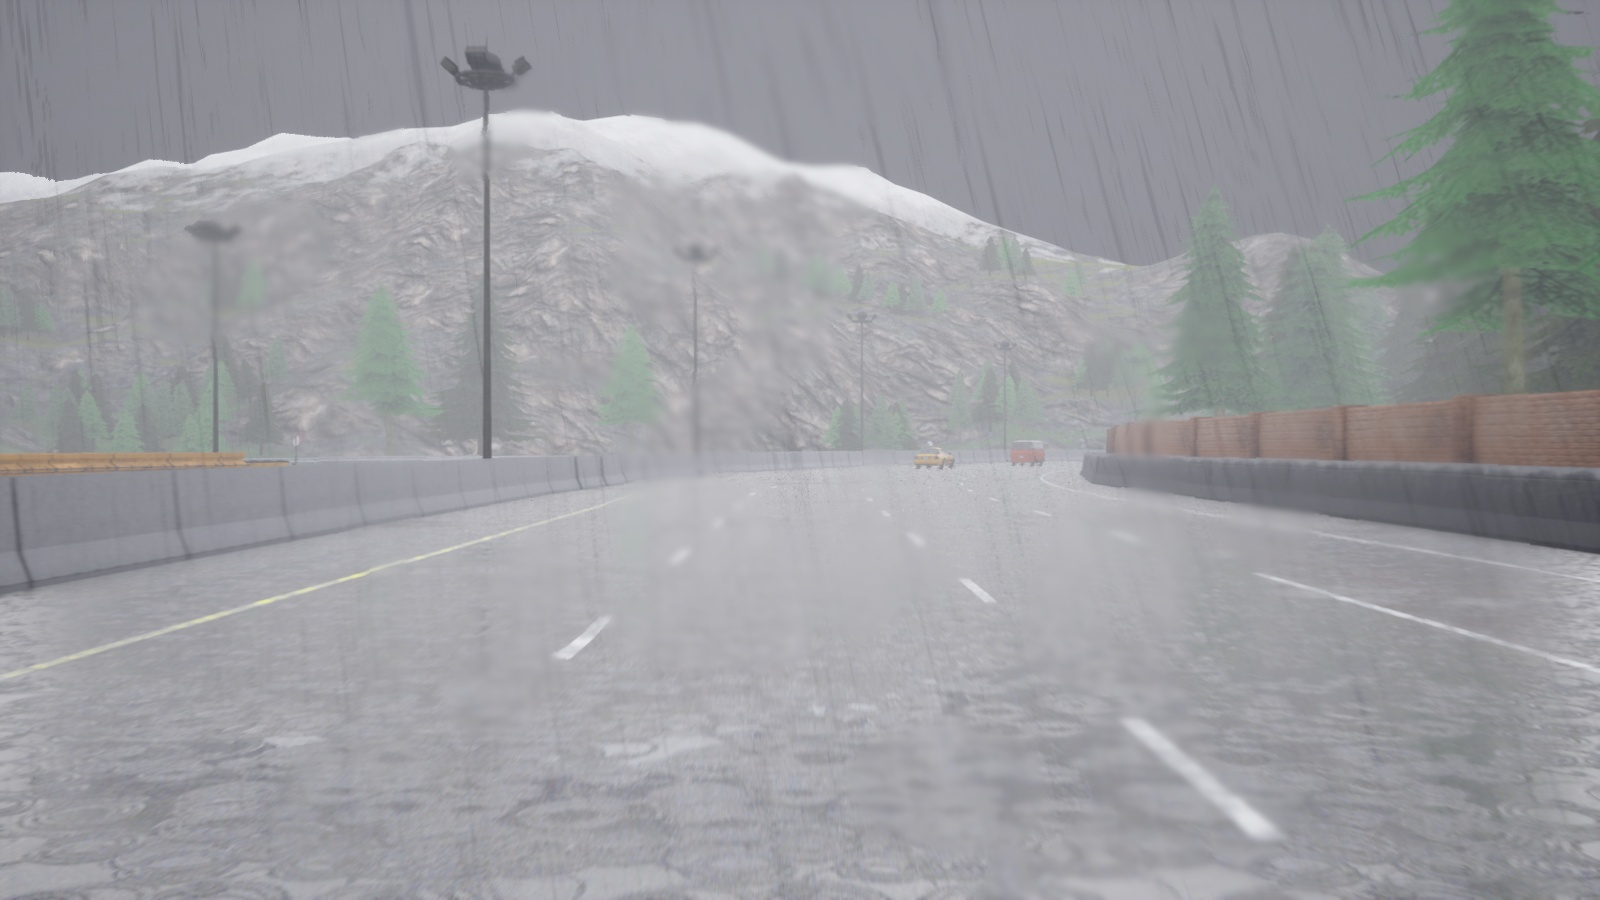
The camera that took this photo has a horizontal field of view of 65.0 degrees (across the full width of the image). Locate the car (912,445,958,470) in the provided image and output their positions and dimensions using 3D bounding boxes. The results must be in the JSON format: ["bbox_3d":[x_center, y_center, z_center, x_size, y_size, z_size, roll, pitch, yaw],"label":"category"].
[{"bbox_3d":[9.049,0.483,83.785,1.801,1.575,5.366,0,0,20],"label":"car"}]

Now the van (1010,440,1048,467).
[{"bbox_3d":[17.336,0.276,94.797,1.775,1.987,4.442,0,0,25],"label":"van"}]
